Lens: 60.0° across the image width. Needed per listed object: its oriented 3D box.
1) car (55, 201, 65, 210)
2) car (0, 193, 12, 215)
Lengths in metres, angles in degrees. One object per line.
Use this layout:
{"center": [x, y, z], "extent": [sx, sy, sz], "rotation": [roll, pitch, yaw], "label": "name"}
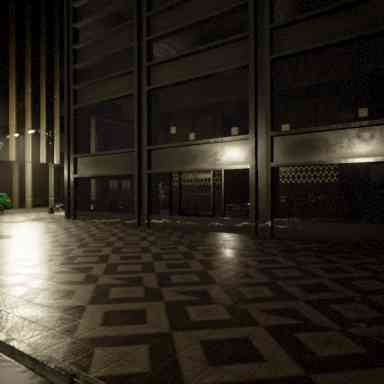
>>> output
{"center": [-13.363, 1.317, 38.591], "extent": [1.882, 1.535, 5.008], "rotation": [0, 0, 35], "label": "car"}
{"center": [-19.386, 1.105, 30.062], "extent": [2.150, 2.045, 5.566], "rotation": [0, 0, 37], "label": "car"}
